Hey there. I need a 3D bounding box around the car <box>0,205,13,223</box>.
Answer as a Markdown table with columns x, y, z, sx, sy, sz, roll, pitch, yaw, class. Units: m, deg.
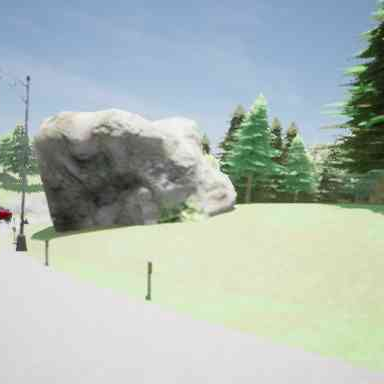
| x | y | z | sx | sy | sz | roll | pitch | yaw | class |
| --- | --- | --- | --- | --- | --- | --- | --- | --- | --- |
| -21.794 | 2.386 | 36.644 | 2.150 | 2.045 | 5.566 | 3 | -3 | -8 | car |
